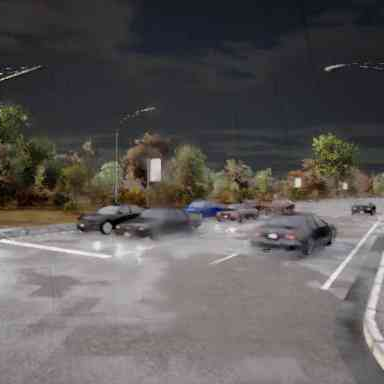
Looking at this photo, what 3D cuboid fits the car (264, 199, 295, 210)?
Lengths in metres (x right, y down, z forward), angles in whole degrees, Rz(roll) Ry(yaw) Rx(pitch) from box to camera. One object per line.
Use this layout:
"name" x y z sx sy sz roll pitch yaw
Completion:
"car" 9.027 1.454 33.755 1.882 1.535 5.008 0 0 32

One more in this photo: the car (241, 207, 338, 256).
"car" 4.221 1.539 13.239 2.033 1.411 5.357 0 0 37

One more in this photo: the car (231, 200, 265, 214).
"car" 6.124 1.569 35.716 1.895 1.301 4.718 0 0 32

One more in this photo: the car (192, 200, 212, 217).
"car" 0.726 1.447 27.174 1.882 1.535 5.008 0 0 32

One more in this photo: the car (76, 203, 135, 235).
"car" -4.318 1.448 19.178 1.882 1.535 5.008 0 0 32

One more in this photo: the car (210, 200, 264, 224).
"car" 3.440 1.541 24.909 1.994 1.385 4.181 0 0 33

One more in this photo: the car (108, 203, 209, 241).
"car" -1.473 1.525 17.128 2.033 1.411 5.357 0 0 32

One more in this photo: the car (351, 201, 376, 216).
"car" 17.139 1.592 33.138 1.895 1.301 4.718 0 0 32
